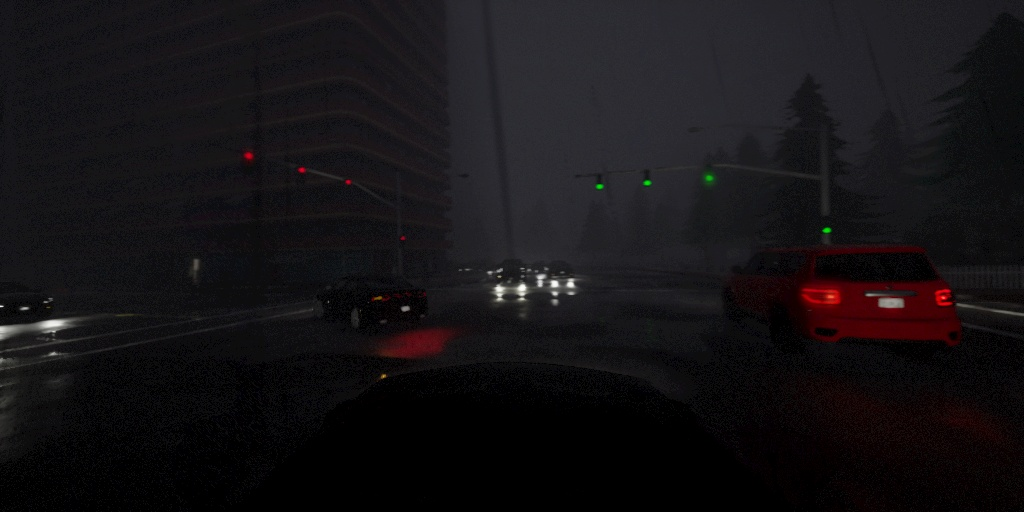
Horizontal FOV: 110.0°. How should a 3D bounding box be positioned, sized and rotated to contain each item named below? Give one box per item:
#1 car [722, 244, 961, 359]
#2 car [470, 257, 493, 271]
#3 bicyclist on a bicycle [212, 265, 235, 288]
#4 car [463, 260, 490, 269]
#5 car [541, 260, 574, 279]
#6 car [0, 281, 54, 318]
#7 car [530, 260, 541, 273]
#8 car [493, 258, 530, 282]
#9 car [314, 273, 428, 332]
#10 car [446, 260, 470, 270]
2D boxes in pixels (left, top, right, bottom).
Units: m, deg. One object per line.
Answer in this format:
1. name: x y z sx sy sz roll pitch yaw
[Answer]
1. car: 6.585 0.788 8.093 2.150 2.045 5.566 -1 0 16
2. car: -3.233 1.194 46.131 2.033 1.411 5.357 -2 0 -26
3. bicyclist on a bicycle: -21.574 1.524 26.799 0.582 1.620 1.656 -1 0 17
4. car: -5.680 1.275 56.349 1.895 1.301 4.718 -2 0 -40
5. car: 3.833 1.088 29.638 1.994 1.385 4.181 -1 0 -2
6. car: -20.228 1.736 13.880 4.892 1.490 1.837 -1 0 17
7. car: 3.040 1.116 38.361 1.895 1.301 4.718 -1 0 -12
8. car: 0.041 0.979 26.996 2.097 1.767 4.553 -1 0 4
9. car: -4.647 1.307 11.481 5.008 1.535 1.882 -1 0 45
10. car: -8.894 1.308 54.708 2.033 1.411 5.357 -2 0 -43
